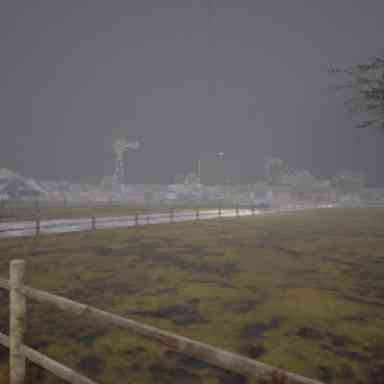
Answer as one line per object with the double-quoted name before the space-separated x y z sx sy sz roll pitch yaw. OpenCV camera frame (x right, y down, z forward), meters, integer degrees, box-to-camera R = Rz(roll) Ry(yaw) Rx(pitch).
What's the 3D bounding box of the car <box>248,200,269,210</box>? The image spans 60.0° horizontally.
"car" 10.494 1.940 52.401 1.882 1.535 5.008 2 0 36
